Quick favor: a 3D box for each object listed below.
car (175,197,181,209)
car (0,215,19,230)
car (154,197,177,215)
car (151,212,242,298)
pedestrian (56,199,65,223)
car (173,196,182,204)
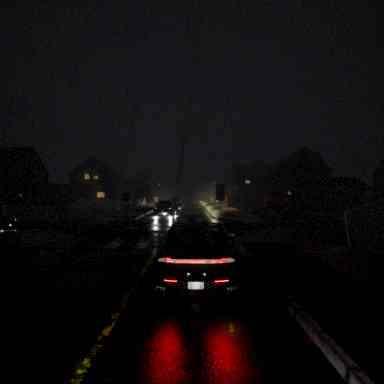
[{"bbox_3d":[-2.901,1.736,45.671,1.895,1.301,4.718,0,0,0],"label":"car"},{"bbox_3d":[-12.984,1.508,19.085,5.357,1.411,2.033,0,-3,2],"label":"car"},{"bbox_3d":[-2.905,1.616,35.229,1.812,1.442,4.674,0,0,0],"label":"car"},{"bbox_3d":[0.129,1.503,8.523,2.128,1.511,4.902,0,0,1],"label":"car"},{"bbox_3d":[-9.846,1.407,24.850,0.375,1.860,0.375,0,-3,-1],"label":"pedestrian"},{"bbox_3d":[-2.908,1.548,57.243,2.097,1.767,4.553,0,0,0],"label":"car"}]
